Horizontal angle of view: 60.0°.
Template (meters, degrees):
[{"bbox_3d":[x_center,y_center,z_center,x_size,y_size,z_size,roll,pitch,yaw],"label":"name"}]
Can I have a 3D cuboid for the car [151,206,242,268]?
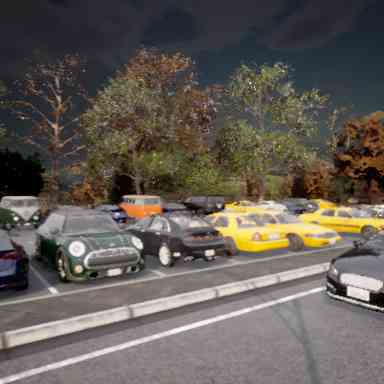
[{"bbox_3d":[-0.874,1.475,11.481,2.231,1.521,4.892,0,0,-35],"label":"car"}]

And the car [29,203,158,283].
[{"bbox_3d":[-3.165,1.351,9.905,2.185,1.767,4.553,0,0,-35],"label":"car"}]

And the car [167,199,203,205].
[{"bbox_3d":[-1.599,1.527,26.966,2.163,1.488,4.792,0,0,-35],"label":"car"}]

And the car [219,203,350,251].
[{"bbox_3d":[3.653,1.484,14.466,1.946,1.575,5.366,0,0,-35],"label":"car"}]

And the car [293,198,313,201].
[{"bbox_3d":[9.706,1.606,34.967,2.163,1.488,4.792,0,0,-35],"label":"car"}]

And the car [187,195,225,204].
[{"bbox_3d":[0.630,1.262,28.613,2.435,2.045,5.566,0,0,-35],"label":"car"}]

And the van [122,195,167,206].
[{"bbox_3d":[-4.044,1.258,25.413,1.878,1.987,4.442,0,0,-35],"label":"van"}]

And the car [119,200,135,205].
[{"bbox_3d":[-6.256,1.504,23.740,2.163,1.488,4.792,0,0,-35],"label":"car"}]

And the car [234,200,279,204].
[{"bbox_3d":[5.274,1.542,31.638,1.946,1.575,5.366,0,0,-35],"label":"car"}]

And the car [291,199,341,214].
[{"bbox_3d":[14.113,1.606,38.116,2.097,1.535,5.008,0,0,-35],"label":"car"}]

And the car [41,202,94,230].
[{"bbox_3d":[-8.410,1.500,22.215,2.163,1.488,4.792,0,0,-35],"label":"car"}]

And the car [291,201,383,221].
[{"bbox_3d":[8.284,1.513,17.744,1.946,1.575,5.366,0,0,-35],"label":"car"}]

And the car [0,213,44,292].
[{"bbox_3d":[-5.427,1.512,8.302,2.163,1.488,4.792,0,0,-35],"label":"car"}]

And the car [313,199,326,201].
[{"bbox_3d":[11.830,1.465,36.545,2.185,1.767,4.553,0,0,-35],"label":"car"}]

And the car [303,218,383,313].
[{"bbox_3d":[4.860,1.485,7.161,4.902,1.511,2.128,0,0,-36],"label":"car"}]

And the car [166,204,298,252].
[{"bbox_3d":[1.274,1.475,13.236,1.946,1.575,5.366,0,0,-35],"label":"car"}]

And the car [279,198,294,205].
[{"bbox_3d":[7.429,1.600,33.388,2.002,1.452,4.674,0,0,-35],"label":"car"}]

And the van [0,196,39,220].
[{"bbox_3d":[-10.577,1.247,20.513,1.878,1.987,4.442,0,0,-36],"label":"van"}]
